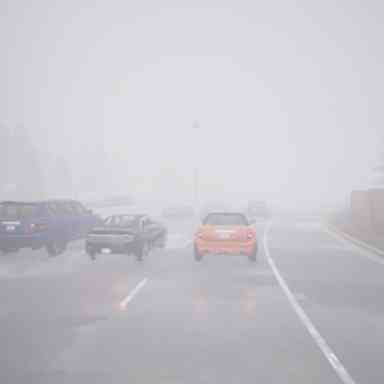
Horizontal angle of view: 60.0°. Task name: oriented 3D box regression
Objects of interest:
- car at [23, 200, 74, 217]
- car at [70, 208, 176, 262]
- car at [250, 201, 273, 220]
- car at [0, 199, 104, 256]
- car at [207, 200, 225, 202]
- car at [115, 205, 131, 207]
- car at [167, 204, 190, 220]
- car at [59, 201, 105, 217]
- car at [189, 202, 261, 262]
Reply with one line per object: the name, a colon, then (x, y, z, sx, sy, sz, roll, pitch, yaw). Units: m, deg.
car: (-14.818, 1.691, 34.648, 2.128, 1.511, 4.902, 0, 0, 20)
car: (-2.228, 1.569, 12.454, 2.128, 1.511, 4.902, 0, 0, 9)
car: (6.141, 1.557, 30.336, 2.097, 1.767, 4.553, 0, 0, 20)
car: (-5.600, 1.302, 13.740, 2.150, 2.045, 5.566, 0, 0, 9)
car: (2.331, 1.550, 30.122, 2.097, 1.767, 4.553, 0, 0, 20)
car: (-7.865, 1.425, 33.471, 2.150, 2.045, 5.566, 0, -1, 20)
car: (-1.165, 1.760, 30.730, 1.994, 1.385, 4.181, 0, 0, 20)
car: (-11.207, 1.708, 34.371, 1.837, 1.490, 4.892, 0, 0, 20)
car: (1.383, 1.438, 12.822, 2.097, 1.767, 4.553, 0, 0, 9)
